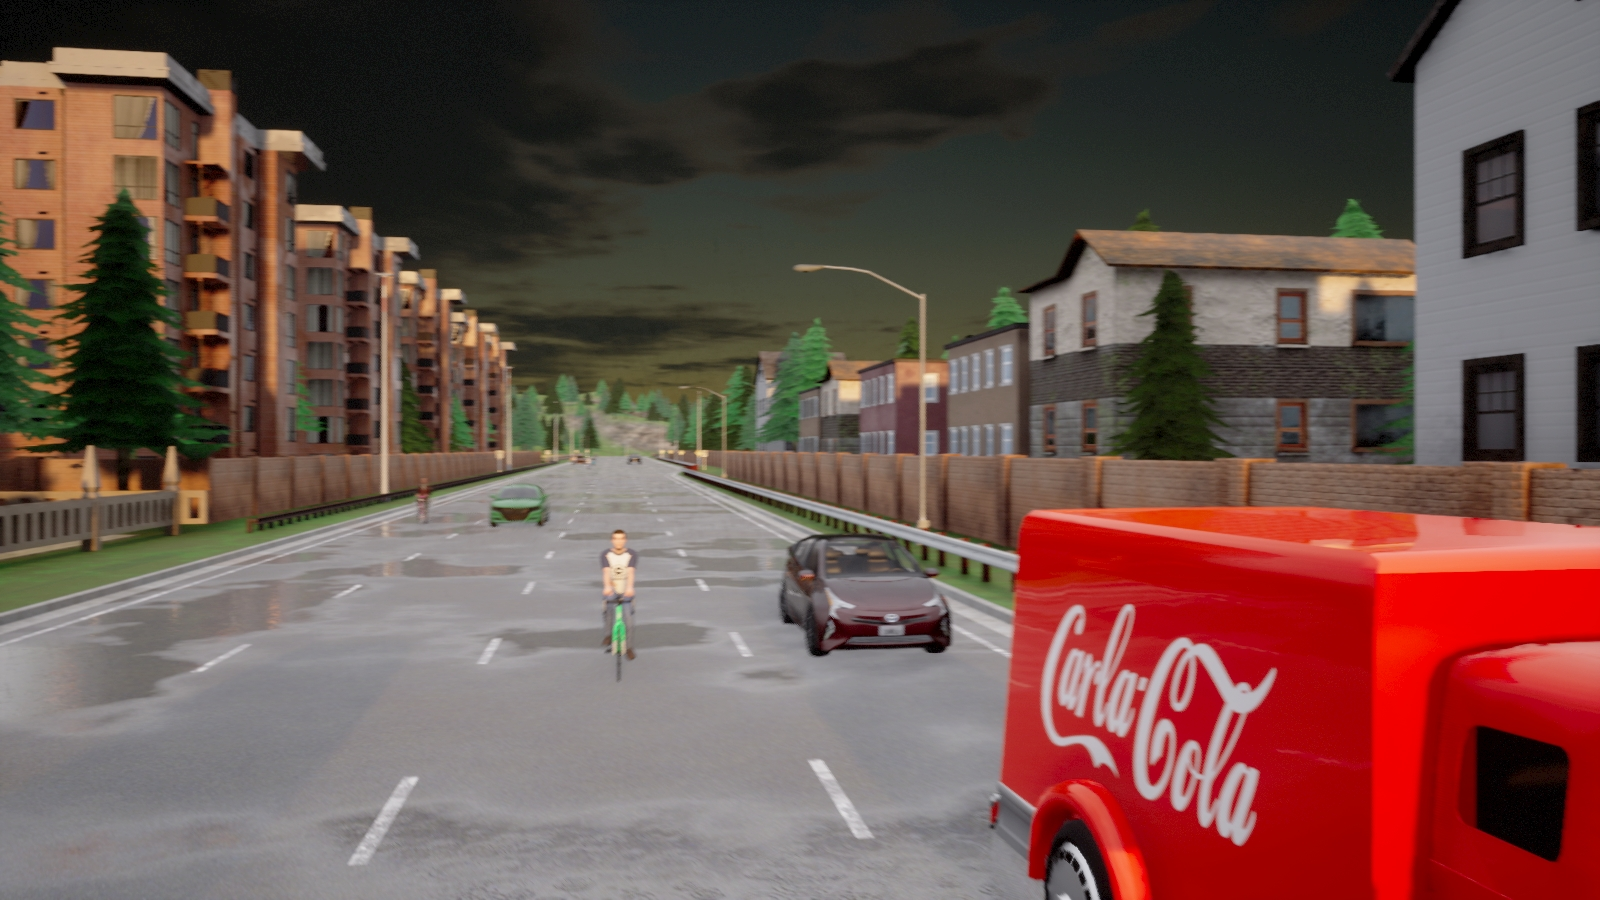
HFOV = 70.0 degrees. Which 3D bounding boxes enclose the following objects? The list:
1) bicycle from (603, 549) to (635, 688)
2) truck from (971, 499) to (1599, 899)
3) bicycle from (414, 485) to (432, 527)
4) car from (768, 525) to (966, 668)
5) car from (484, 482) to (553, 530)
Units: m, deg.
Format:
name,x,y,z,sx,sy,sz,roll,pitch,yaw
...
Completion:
name,x,y,z,sx,sy,sz,roll,pitch,yaw
bicycle,-2.258,2.048,14.248,0.373,1.496,1.643,0,0,-9
truck,2.794,1.562,4.760,2.627,2.467,5.204,0,0,-10
bicycle,-13.852,2.048,41.982,0.329,1.471,1.835,0,0,-9
car,0.823,2.028,16.991,2.007,1.525,4.514,0,0,-9
car,-10.405,2.019,42.558,2.097,1.535,5.006,0,0,-9
